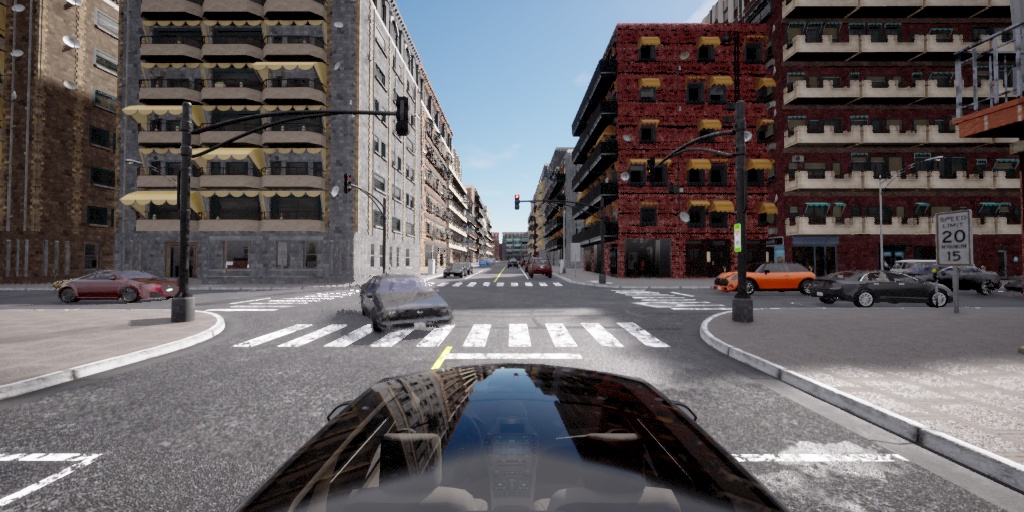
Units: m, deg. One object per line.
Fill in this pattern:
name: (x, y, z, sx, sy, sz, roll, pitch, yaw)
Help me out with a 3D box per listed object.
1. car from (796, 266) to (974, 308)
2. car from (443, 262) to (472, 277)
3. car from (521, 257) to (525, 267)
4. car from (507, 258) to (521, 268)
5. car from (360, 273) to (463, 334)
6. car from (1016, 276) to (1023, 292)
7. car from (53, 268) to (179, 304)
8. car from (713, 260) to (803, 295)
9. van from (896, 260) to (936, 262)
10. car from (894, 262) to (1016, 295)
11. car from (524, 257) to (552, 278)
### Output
car: (13.759, 1.185, 13.466, 4.403, 1.370, 2.007, 0, 0, 0)
car: (-5.277, 1.328, 33.736, 1.948, 1.339, 4.313, 0, 0, 0)
car: (2.617, 1.086, 44.895, 2.192, 1.841, 5.009, 0, 0, 0)
car: (0.171, 1.326, 62.641, 1.837, 1.490, 4.892, 0, 0, 0)
car: (-3.511, 1.277, 11.056, 2.033, 1.411, 5.357, 0, 0, -29)
car: (25.531, 1.207, 15.903, 5.357, 1.411, 2.033, 0, -1, 0)
car: (-17.326, 1.339, 16.056, 4.181, 1.385, 1.994, 0, -1, 0)
car: (13.224, 1.102, 18.929, 4.553, 1.767, 2.097, 0, -1, 1)
van: (24.926, 1.115, 21.305, 3.998, 1.789, 1.690, 0, 0, 0)
car: (22.419, 1.220, 18.865, 4.902, 1.511, 2.128, 0, -1, 0)
car: (2.604, 1.076, 33.772, 2.192, 1.841, 5.009, 0, 0, 0)
